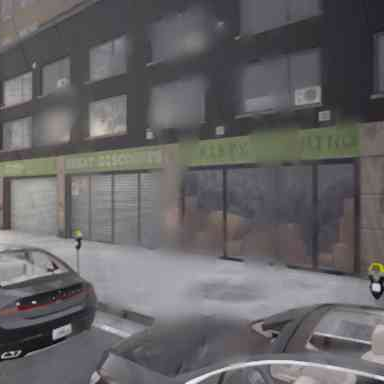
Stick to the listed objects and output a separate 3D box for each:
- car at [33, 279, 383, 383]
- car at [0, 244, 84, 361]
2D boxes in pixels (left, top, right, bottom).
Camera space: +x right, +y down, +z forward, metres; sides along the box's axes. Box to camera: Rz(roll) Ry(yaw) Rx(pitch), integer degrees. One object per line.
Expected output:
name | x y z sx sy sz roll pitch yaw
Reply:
car | 1.068 1.551 2.325 4.403 1.369 2.008 0 0 35
car | -3.438 1.551 5.519 4.403 1.369 2.008 0 0 35
